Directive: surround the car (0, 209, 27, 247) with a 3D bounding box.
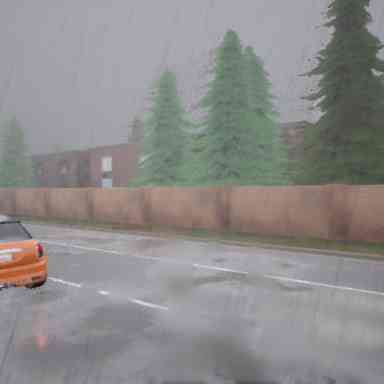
[{"bbox_3d":[-9.588,1.525,15.041,4.674,1.442,1.812,0,0,35],"label":"car"}]

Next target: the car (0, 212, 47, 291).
[{"bbox_3d":[-5.500,1.352,7.901,4.553,1.767,2.097,0,0,35],"label":"car"}]
